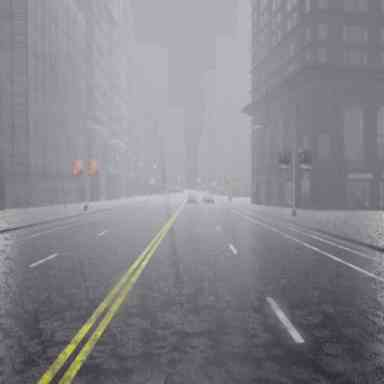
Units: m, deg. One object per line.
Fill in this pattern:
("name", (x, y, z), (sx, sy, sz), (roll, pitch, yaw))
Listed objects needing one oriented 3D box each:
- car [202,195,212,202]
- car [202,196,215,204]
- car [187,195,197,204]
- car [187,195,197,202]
("car", (3.261, 1.451, 73.655), (1.895, 1.301, 4.718), (0, 0, 0))
("car", (3.259, 1.582, 63.618), (1.895, 1.301, 4.718), (0, 0, 0))
("car", (0.009, 1.579, 63.652), (1.895, 1.301, 4.718), (0, 0, 0))
("car", (0.011, 1.379, 73.625), (2.128, 1.511, 4.902), (0, 0, 0))
